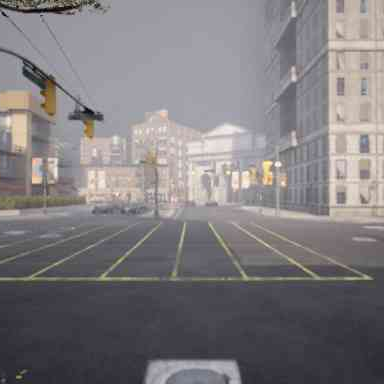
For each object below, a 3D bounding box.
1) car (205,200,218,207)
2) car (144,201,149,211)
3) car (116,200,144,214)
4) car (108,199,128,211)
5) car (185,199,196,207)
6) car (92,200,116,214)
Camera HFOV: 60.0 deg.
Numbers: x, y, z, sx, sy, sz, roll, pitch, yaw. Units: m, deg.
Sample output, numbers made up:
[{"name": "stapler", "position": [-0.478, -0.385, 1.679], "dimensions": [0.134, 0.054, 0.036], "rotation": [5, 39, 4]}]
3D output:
[{"name": "car", "position": [4.157, 2.390, 69.976], "dimensions": [1.994, 1.385, 4.181], "rotation": [0, -1, 20]}, {"name": "car", "position": [-8.043, 2.207, 53.055], "dimensions": [1.837, 1.490, 4.892], "rotation": [0, -1, 0]}, {"name": "car", "position": [-8.034, 2.070, 43.679], "dimensions": [2.128, 1.511, 4.902], "rotation": [0, -1, 0]}, {"name": "car", "position": [-11.542, 2.045, 52.382], "dimensions": [2.097, 1.767, 4.553], "rotation": [0, -1, 0]}, {"name": "car", "position": [-0.414, 2.265, 69.948], "dimensions": [2.128, 1.511, 4.902], "rotation": [0, -1, -8]}, {"name": "car", "position": [-11.531, 2.099, 43.364], "dimensions": [1.812, 1.442, 4.674], "rotation": [0, -1, 0]}]
